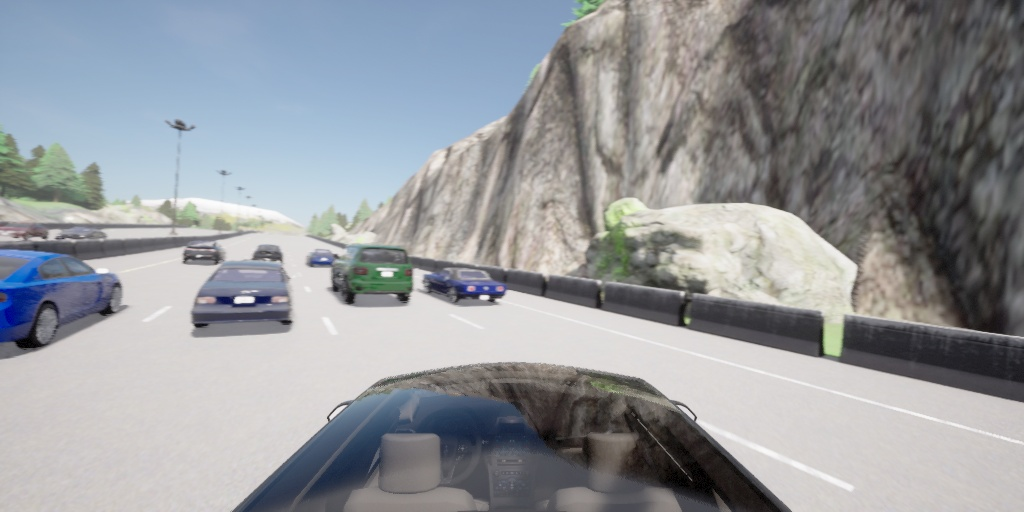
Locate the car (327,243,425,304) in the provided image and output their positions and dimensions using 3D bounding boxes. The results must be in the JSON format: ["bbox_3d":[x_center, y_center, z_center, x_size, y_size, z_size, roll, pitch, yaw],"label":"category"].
[{"bbox_3d":[-5.492,0.562,13.815,2.150,2.045,5.566,4,0,-33],"label":"car"}]

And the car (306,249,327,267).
[{"bbox_3d":[-15.191,0.109,28.645,1.994,1.385,4.181,4,1,-33],"label":"car"}]

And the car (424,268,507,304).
[{"bbox_3d":[-2.213,1.155,15.149,1.895,1.301,4.718,4,0,-33],"label":"car"}]

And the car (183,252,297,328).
[{"bbox_3d":[-6.737,0.828,9.298,2.033,1.411,5.357,4,0,-33],"label":"car"}]

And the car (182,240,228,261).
[{"bbox_3d":[-20.649,-0.301,24.224,2.128,1.511,4.902,4,1,-33],"label":"car"}]

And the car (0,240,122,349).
[{"bbox_3d":[-9.084,0.614,6.506,1.882,1.535,5.008,4,0,-33],"label":"car"}]

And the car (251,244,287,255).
[{"bbox_3d":[-17.795,-0.108,26.244,1.837,1.490,4.892,4,1,-33],"label":"car"}]

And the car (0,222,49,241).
[{"bbox_3d":[-41.485,-2.142,30.421,1.812,1.442,4.674,4,1,-33],"label":"car"}]

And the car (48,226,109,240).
[{"bbox_3d":[-38.564,-1.941,32.339,2.033,1.411,5.357,4,1,-33],"label":"car"}]
